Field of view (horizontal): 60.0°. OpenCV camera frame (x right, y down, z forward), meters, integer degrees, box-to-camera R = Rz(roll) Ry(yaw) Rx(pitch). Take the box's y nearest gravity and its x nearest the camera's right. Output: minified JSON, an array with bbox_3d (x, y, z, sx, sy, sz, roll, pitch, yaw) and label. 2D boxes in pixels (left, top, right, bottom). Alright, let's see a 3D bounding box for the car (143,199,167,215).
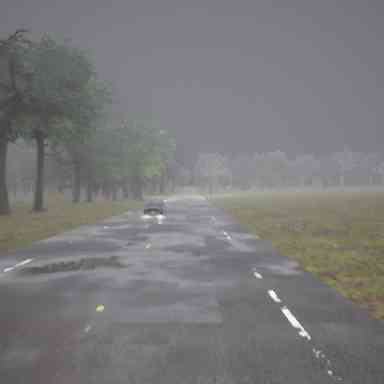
[{"bbox_3d":[-3.495,1.410,32.247,2.033,1.411,5.357,0,0,0],"label":"car"}]
